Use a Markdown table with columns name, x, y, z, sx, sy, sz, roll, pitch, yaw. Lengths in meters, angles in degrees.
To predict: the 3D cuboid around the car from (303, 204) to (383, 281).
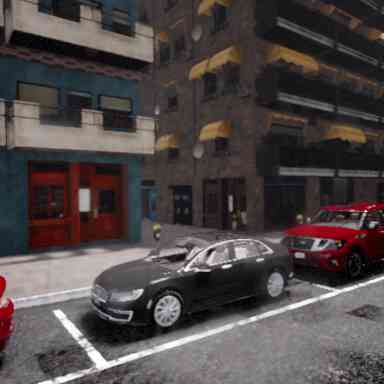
| name | x | y | z | sx | sy | sz | roll | pitch | yaw |
| --- | --- | --- | --- | --- | --- | --- | --- | --- | --- |
| car | 4.836 | 1.304 | 10.025 | 5.009 | 1.841 | 2.192 | 0 | -1 | -35 |

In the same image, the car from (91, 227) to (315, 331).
| name | x | y | z | sx | sy | sz | roll | pitch | yaw |
| --- | --- | --- | --- | --- | --- | --- | --- | --- | --- |
| car | 0.226 | 1.547 | 6.734 | 4.403 | 1.369 | 2.008 | 0 | -1 | -35 |

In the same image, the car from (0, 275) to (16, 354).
| name | x | y | z | sx | sy | sz | roll | pitch | yaw |
| --- | --- | --- | --- | --- | --- | --- | --- | --- | --- |
| car | -4.387 | 1.547 | 3.444 | 4.507 | 1.381 | 1.887 | 0 | -1 | -35 |
